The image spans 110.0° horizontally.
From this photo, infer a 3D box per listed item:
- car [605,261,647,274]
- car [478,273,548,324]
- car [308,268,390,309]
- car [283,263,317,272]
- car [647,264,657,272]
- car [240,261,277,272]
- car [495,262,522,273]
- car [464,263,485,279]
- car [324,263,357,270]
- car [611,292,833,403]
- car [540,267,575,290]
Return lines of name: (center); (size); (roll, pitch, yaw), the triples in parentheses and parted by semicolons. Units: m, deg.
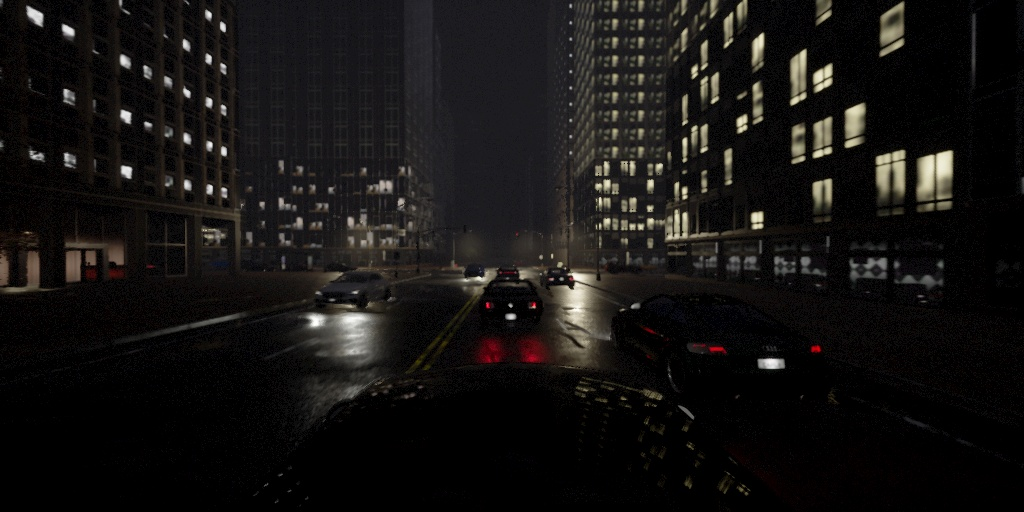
car: (15.398, 1.634, 49.578); (5.009, 1.841, 2.192); (0, 0, 0)
car: (-0.059, 1.440, 12.345); (1.895, 1.301, 4.718); (0, 0, -1)
car: (-6.813, 1.409, 15.849); (1.812, 1.442, 4.674); (0, -1, -1)
car: (-29.216, 1.600, 49.463); (4.207, 1.307, 1.802); (0, 0, 0)
car: (20.863, 1.817, 57.960); (4.829, 1.417, 1.751); (0, 0, 0)
car: (-34.899, 1.545, 49.538); (4.313, 1.339, 1.948); (0, 0, 0)
car: (-0.335, 1.462, 28.676); (2.128, 1.511, 4.902); (0, 0, -1)
car: (-3.880, 1.527, 37.843); (1.882, 1.535, 5.008); (0, -1, 0)
car: (-23.531, 1.623, 49.429); (4.313, 1.339, 1.948); (0, 0, 0)
car: (3.259, 1.348, 6.536); (1.994, 1.385, 4.181); (0, 0, -1)
car: (2.991, 1.478, 24.371); (2.033, 1.411, 5.357); (0, 0, -1)
